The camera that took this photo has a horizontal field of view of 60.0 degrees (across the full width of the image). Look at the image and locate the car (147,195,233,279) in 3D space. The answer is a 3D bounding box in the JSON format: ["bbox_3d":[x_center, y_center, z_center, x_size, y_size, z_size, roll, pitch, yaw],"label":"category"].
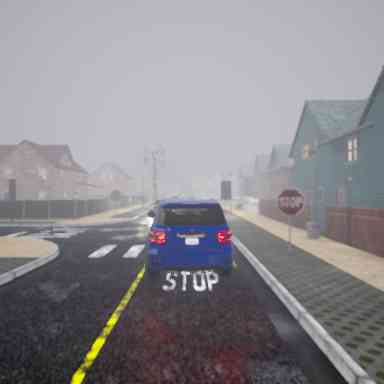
[{"bbox_3d":[-0.185,1.203,10.213,2.150,2.045,5.566,0,0,-4],"label":"car"}]

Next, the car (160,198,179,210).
[{"bbox_3d":[-2.823,1.476,42.735,2.033,1.411,5.357,0,0,0],"label":"car"}]

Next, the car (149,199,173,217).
[{"bbox_3d":[-2.833,1.471,31.526,1.812,1.442,4.674,0,0,0],"label":"car"}]

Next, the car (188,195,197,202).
[{"bbox_3d":[0.035,1.415,71.784,1.812,1.442,4.674,0,0,0],"label":"car"}]

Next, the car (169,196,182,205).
[{"bbox_3d":[-2.802,1.413,57.129,1.837,1.490,4.892,0,0,0],"label":"car"}]
